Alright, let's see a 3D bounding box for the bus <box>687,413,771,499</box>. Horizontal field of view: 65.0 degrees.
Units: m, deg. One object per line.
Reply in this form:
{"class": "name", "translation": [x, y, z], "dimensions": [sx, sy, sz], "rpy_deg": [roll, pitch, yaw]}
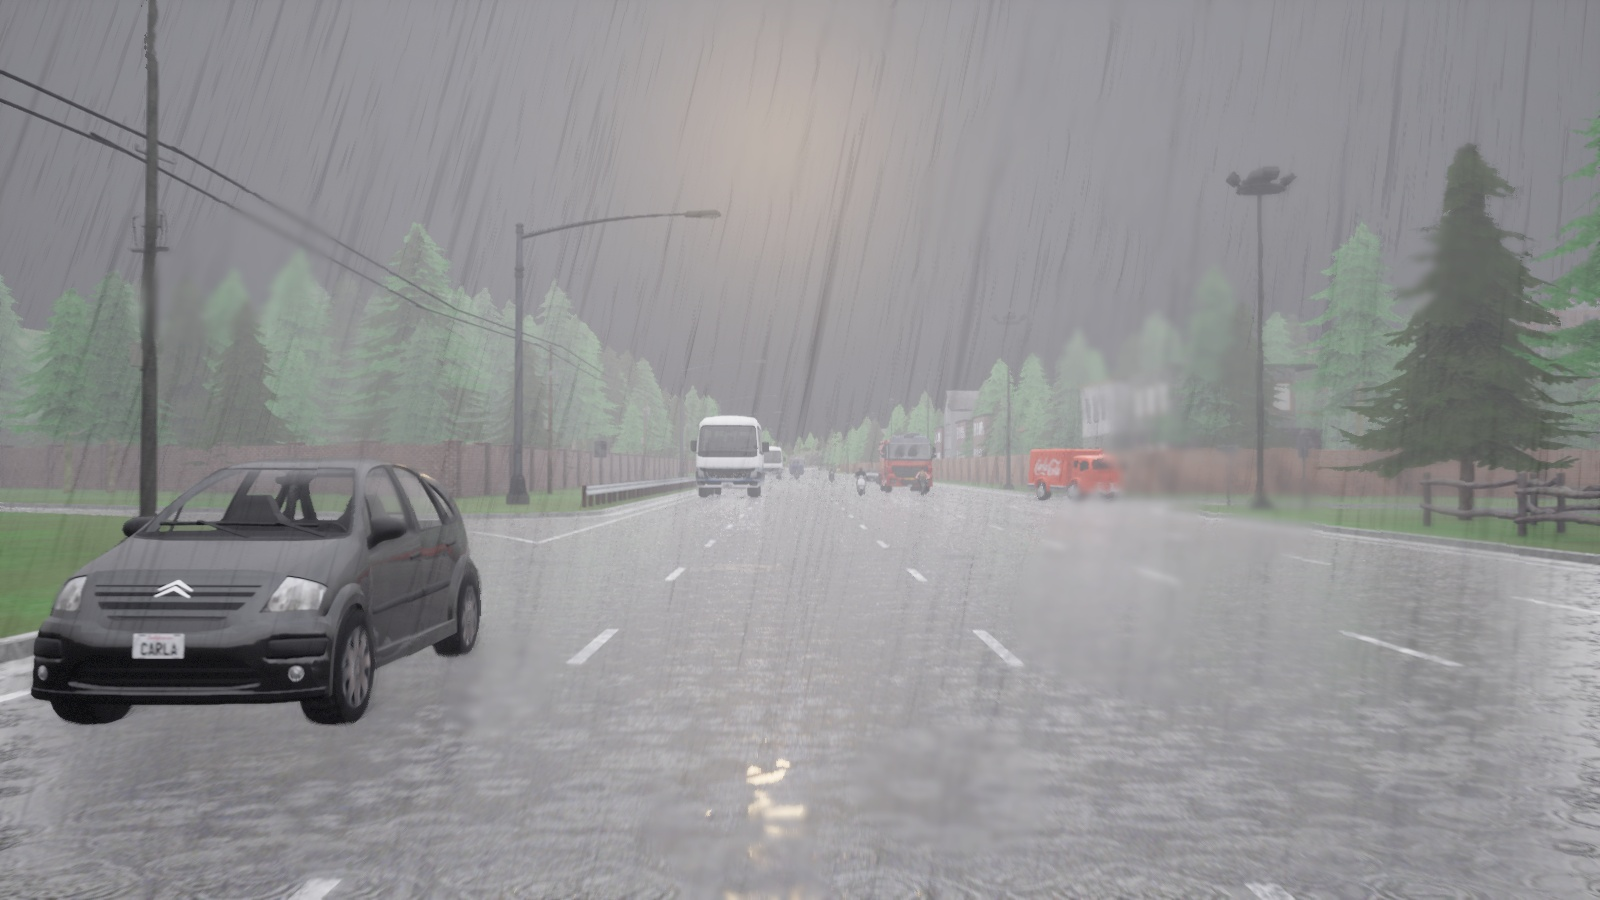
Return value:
{"class": "bus", "translation": [-3.668, 0.377, 67.854], "dimensions": [3.944, 4.253, 10.273], "rpy_deg": [0, -1, 0]}

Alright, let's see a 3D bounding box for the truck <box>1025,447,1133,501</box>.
{"class": "truck", "translation": [13.305, 1.078, 60.224], "dimensions": [2.627, 2.467, 5.204], "rpy_deg": [0, 0, -21]}

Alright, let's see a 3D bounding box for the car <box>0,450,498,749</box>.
{"class": "car", "translation": [-3.520, 0.843, 8.845], "dimensions": [1.851, 1.617, 3.988], "rpy_deg": [0, -1, -1]}

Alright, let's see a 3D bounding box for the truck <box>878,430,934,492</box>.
{"class": "truck", "translation": [6.800, 0.737, 81.689], "dimensions": [2.891, 3.827, 8.468], "rpy_deg": [0, -1, 0]}
